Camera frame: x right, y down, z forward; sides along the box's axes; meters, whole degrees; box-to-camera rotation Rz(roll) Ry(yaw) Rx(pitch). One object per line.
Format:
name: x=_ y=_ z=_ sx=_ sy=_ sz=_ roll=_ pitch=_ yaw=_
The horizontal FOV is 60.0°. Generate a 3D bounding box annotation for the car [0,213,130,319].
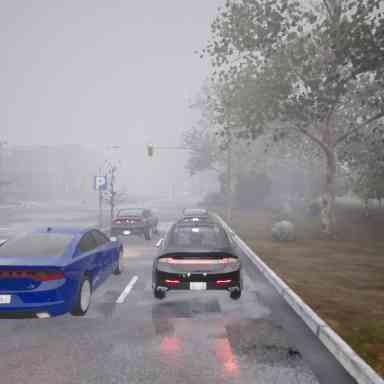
car: x=-2.888 y=1.487 z=7.560 sx=1.882 sy=1.535 sz=5.008 roll=0 pitch=0 yaw=0

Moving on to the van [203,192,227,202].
van: x=4.313 y=1.043 z=64.369 sx=4.442 sy=1.987 sz=1.878 roll=1 pitch=0 yaw=-14

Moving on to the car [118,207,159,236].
car: x=-2.829 y=1.530 z=16.991 sx=1.837 sy=1.490 sz=4.892 roll=0 pitch=0 yaw=1

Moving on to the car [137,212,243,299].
car: x=0.115 y=1.503 z=8.494 sx=2.128 sy=1.511 sz=4.902 roll=0 pitch=0 yaw=0

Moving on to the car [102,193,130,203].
car: x=-14.416 y=1.358 z=61.783 sx=4.792 sy=1.488 sz=2.163 roll=-1 pitch=0 yaw=-15

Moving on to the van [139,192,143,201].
van: x=-13.208 y=1.093 z=70.767 sx=4.442 sy=1.987 sz=1.878 roll=-1 pitch=0 yaw=-14

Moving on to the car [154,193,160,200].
car: x=-11.413 y=1.357 z=85.716 sx=4.674 sy=1.452 sz=2.002 roll=-1 pitch=0 yaw=-12

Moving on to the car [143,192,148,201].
car: x=-12.979 y=1.321 z=73.738 sx=4.892 sy=1.521 sz=2.231 roll=-1 pitch=0 yaw=-14

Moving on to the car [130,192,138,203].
car: x=-13.770 y=1.315 z=64.775 sx=5.366 sy=1.575 sz=1.946 roll=-1 pitch=0 yaw=-15

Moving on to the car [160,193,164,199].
car: x=-10.962 y=1.065 z=88.722 sx=5.566 sy=2.045 sz=2.435 roll=-1 pitch=0 yaw=-12

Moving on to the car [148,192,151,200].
car: x=-12.604 y=1.359 z=76.733 sx=4.674 sy=1.452 sz=2.002 roll=-1 pitch=0 yaw=-13

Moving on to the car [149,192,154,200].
car: x=-12.231 y=1.359 z=79.734 sx=4.674 sy=1.452 sz=2.002 roll=-1 pitch=0 yaw=-13

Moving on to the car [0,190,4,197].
car: x=-31.141 y=0.137 z=52.659 sx=2.002 sy=1.452 sz=4.674 roll=6 pitch=-3 yaw=-19

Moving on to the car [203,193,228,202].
car: x=4.698 y=1.141 z=67.339 sx=4.553 sy=1.767 sz=2.185 roll=1 pitch=0 yaw=-14

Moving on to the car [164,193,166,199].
car: x=-10.538 y=1.316 z=91.701 sx=5.008 sy=1.535 sz=2.097 roll=-1 pitch=0 yaw=-12

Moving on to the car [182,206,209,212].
car: x=0.180 y=1.531 z=17.906 sx=1.837 sy=1.490 sz=4.892 roll=0 pitch=0 yaw=0
